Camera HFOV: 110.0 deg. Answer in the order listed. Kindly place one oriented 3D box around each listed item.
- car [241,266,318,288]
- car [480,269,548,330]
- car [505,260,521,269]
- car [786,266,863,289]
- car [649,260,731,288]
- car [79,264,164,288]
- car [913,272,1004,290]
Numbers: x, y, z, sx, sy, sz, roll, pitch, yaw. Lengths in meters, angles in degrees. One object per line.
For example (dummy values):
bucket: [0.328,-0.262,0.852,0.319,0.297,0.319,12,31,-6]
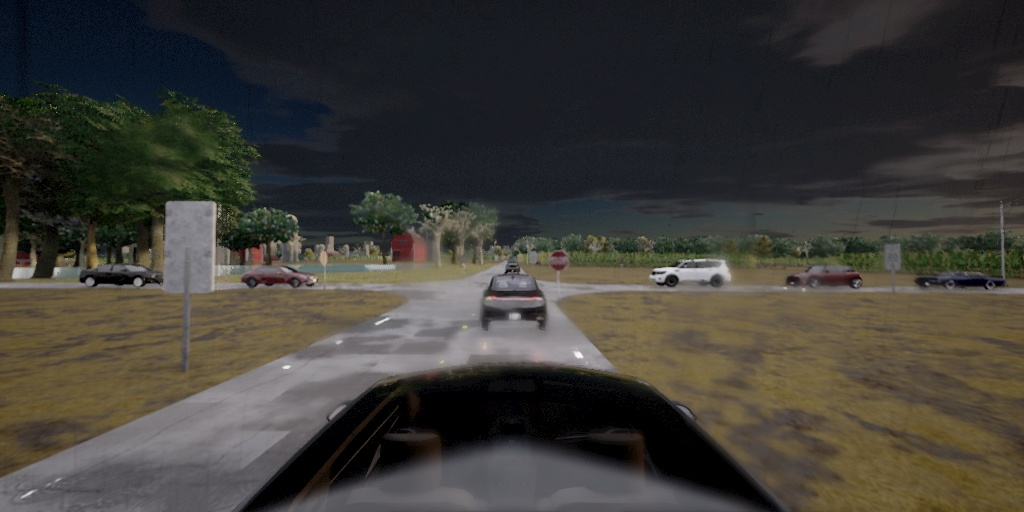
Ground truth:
car: [-15.485,1.365,23.973,4.674,1.442,1.812,0,-1,1]
car: [0.030,1.324,11.485,2.128,1.511,4.902,0,0,-1]
car: [0.094,1.604,46.724,1.837,1.490,4.892,0,0,0]
car: [23.341,1.497,26.959,4.553,1.767,2.097,0,-1,0]
car: [13.345,1.293,26.987,5.566,2.045,2.150,0,-1,1]
car: [-25.696,1.284,24.001,5.008,1.535,1.882,0,-1,-1]
car: [33.423,1.834,26.947,4.718,1.301,1.895,1,-1,0]
